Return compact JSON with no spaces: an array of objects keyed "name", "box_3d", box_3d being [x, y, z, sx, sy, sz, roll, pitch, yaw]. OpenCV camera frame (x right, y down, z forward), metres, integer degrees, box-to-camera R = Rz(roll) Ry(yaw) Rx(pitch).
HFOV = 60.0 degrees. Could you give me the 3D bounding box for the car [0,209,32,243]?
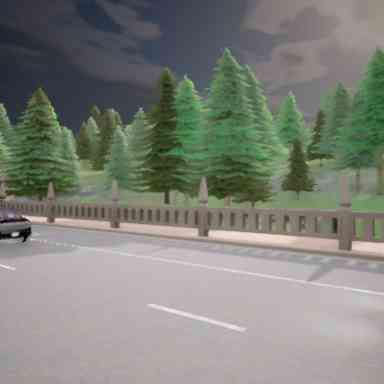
[{"name":"car","box_3d":[-9.058,1.488,14.728,4.902,1.511,2.128,0,0,35]}]
